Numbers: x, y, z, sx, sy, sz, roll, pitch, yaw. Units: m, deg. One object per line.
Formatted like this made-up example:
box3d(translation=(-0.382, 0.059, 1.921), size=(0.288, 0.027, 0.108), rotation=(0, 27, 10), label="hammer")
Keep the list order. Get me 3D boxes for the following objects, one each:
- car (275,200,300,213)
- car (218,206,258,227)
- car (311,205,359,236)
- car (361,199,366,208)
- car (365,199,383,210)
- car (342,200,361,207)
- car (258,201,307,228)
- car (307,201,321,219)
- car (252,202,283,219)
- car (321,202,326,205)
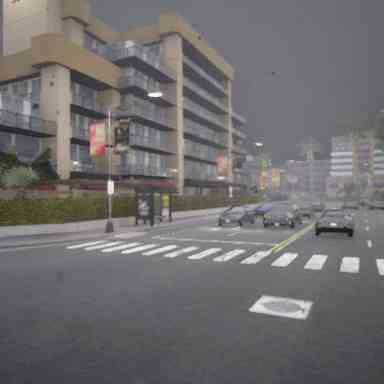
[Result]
box3d(translation=(12.481, 1.889, 43.152), size=(2.128, 1.511, 4.902), rotation=(-1, -1, 27), label="car")
box3d(translation=(3.600, 1.808, 25.757), size=(1.812, 1.442, 4.674), rotation=(-1, -1, 27), label="car")
box3d(translation=(8.471, 1.715, 19.531), size=(1.994, 1.385, 4.181), rotation=(-1, -1, 27), label="car")
box3d(translation=(29.572, 1.863, 56.486), size=(2.128, 1.511, 4.902), rotation=(-1, -1, 15), label="car")
box3d(translation=(26.269, 1.858, 47.199), size=(1.994, 1.385, 4.181), rotation=(-1, -1, 23), label="car")
box3d(translation=(22.846, 1.907, 48.106), size=(1.994, 1.385, 4.181), rotation=(-1, -1, 23), label="car")
box3d(translation=(6.636, 1.579, 24.008), size=(2.097, 1.767, 4.553), rotation=(-1, -1, 27), label="car")
box3d(translation=(10.955, 1.830, 32.435), size=(2.033, 1.411, 5.357), rotation=(-1, -1, 27), label="car")
box3d(translation=(7.841, 1.814, 34.043), size=(1.882, 1.535, 5.008), rotation=(-1, -1, 27), label="car")
box3d(translation=(15.827, 1.892, 41.918), size=(2.033, 1.411, 5.357), rotation=(-1, -1, 27), label="car")
